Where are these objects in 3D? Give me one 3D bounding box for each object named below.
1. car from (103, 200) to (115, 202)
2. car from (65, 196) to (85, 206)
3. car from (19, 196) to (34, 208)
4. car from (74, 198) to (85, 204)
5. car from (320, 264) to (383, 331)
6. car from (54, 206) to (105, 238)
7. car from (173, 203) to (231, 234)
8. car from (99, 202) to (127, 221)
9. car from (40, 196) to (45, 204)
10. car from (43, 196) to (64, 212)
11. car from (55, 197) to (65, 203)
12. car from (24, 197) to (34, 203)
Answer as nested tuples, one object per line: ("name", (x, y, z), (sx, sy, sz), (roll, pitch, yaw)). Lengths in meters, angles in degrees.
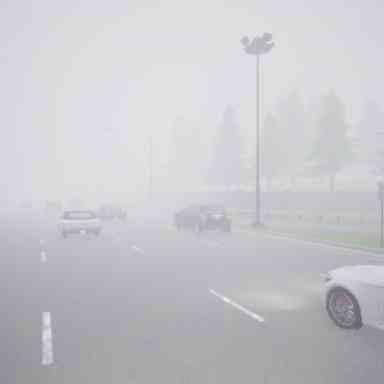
("car", (-11.522, 1.770, 45.963), (1.812, 1.442, 4.674), (0, 0, -25))
("car", (-18.814, 1.626, 53.249), (2.097, 1.767, 4.553), (0, 0, -25))
("car", (-26.085, 1.806, 52.264), (2.033, 1.411, 5.357), (0, 0, -25))
("car", (-25.779, 1.990, 76.062), (1.895, 1.301, 4.718), (0, 0, -25))
("car", (3.953, 1.558, 4.509), (1.812, 1.442, 4.674), (0, 0, -25))
("car", (-6.401, 1.698, 18.597), (1.895, 1.301, 4.718), (0, 0, -25))
("car", (0.485, 1.468, 20.400), (2.097, 1.767, 4.553), (0, 0, -25))
("car", (-6.961, 1.750, 28.033), (1.895, 1.301, 4.718), (0, 0, -25))
("car", (-31.780, 1.843, 72.375), (1.882, 1.535, 5.008), (0, 0, -25))
("car", (-18.075, 1.698, 43.447), (1.882, 1.535, 5.008), (0, 0, -25))
("car", (-33.453, 2.024, 84.161), (1.895, 1.301, 4.718), (0, 0, -25))
("car", (-40.158, 1.947, 81.972), (2.033, 1.411, 5.357), (0, 0, -25))
